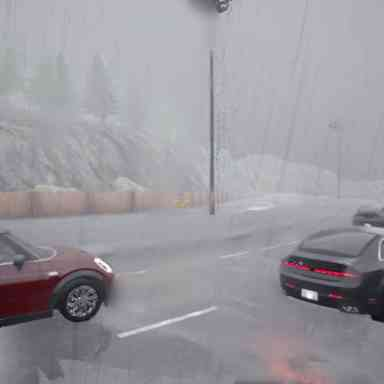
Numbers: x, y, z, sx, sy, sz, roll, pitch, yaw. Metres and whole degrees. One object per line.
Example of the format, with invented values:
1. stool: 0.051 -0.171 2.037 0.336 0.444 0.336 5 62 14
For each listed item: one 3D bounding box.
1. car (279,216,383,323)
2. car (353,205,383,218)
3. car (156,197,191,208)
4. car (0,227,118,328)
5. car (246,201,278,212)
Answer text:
1. car: 3.869 1.512 7.284 4.892 1.490 1.837 0 0 -40
2. car: 10.812 1.521 19.488 1.837 1.490 4.892 0 0 39
3. car: -2.046 1.235 37.150 1.882 1.535 5.008 0 0 34
4. car: -3.639 1.379 5.770 4.553 1.767 2.097 0 0 -36
5. car: 6.692 1.613 31.323 1.812 1.442 4.674 0 0 34
